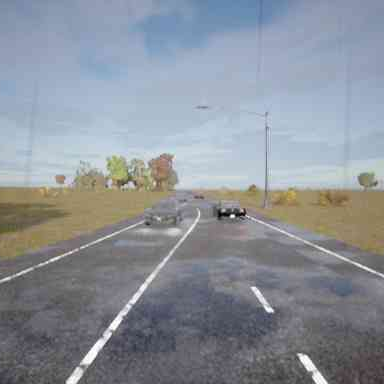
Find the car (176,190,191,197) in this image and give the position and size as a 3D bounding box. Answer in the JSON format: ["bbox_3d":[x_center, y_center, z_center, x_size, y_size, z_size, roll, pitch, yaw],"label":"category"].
[{"bbox_3d":[-1.611,0.870,49.490,2.033,1.411,5.357,0,1,-2],"label":"car"}]

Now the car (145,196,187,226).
[{"bbox_3d":[-1.638,1.227,20.712,1.837,1.490,4.892,1,1,4],"label":"car"}]

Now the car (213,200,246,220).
[{"bbox_3d":[2.632,1.270,24.436,1.895,1.301,4.718,0,1,-2],"label":"car"}]

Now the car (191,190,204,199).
[{"bbox_3d":[1.357,0.640,67.545,2.033,1.411,5.357,0,1,-2],"label":"car"}]
